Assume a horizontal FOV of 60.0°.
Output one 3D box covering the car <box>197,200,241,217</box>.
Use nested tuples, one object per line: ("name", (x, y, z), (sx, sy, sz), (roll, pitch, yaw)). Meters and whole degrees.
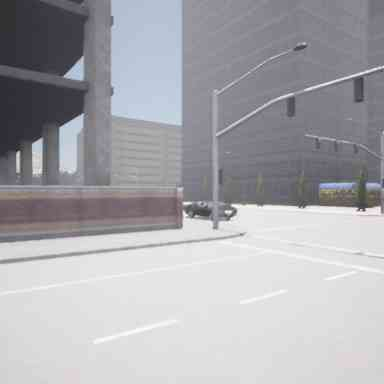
("car", (2.499, 1.560, 32.097), (1.994, 1.385, 4.181), (0, 0, -36))

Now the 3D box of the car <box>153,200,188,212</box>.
("car", (-2.652, 1.596, 39.183), (1.895, 1.301, 4.718), (0, 0, -36))

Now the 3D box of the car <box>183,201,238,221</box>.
("car", (1.424, 1.488, 27.625), (2.128, 1.511, 4.902), (0, 0, -36))
